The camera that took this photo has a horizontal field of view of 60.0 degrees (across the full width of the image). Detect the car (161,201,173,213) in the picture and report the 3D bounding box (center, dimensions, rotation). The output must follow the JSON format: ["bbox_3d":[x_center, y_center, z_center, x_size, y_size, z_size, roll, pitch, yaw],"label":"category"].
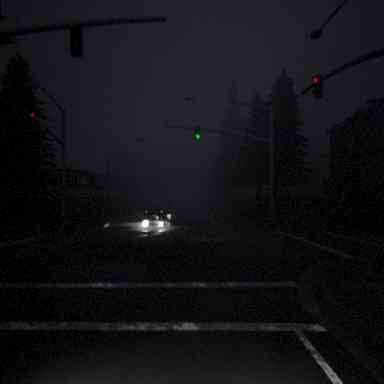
[{"bbox_3d":[-3.575,1.981,43.882,1.837,1.490,4.892,0,-1,0],"label":"car"}]

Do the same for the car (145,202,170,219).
[{"bbox_3d":[-3.594,1.967,33.757,1.895,1.301,4.718,0,-1,0],"label":"car"}]
